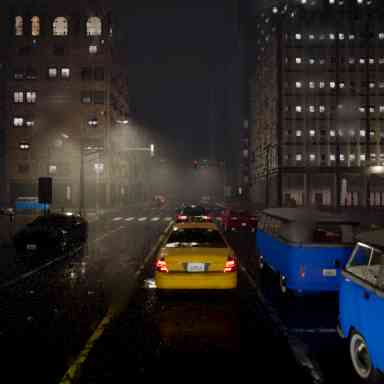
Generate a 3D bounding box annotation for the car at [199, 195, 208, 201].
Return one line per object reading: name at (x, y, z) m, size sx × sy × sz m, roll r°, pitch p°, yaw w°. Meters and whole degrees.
car at (2.697, 1.510, 80.225) m, size 2.008 × 1.369 × 4.403 m, roll 1°, pitch 0°, yaw 0°

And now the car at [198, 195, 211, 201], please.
car at (2.698, 1.529, 63.271) m, size 2.008 × 1.369 × 4.403 m, roll 1°, pitch 0°, yaw 0°

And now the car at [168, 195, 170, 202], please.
car at (-5.683, 1.560, 63.272) m, size 1.802 × 1.307 × 4.206 m, roll 1°, pitch 0°, yaw 0°

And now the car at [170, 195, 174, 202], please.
car at (-5.683, 1.516, 74.575) m, size 2.008 × 1.369 × 4.403 m, roll 1°, pitch 0°, yaw 0°

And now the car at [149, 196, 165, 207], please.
car at (-5.683, 1.572, 51.969) m, size 1.802 × 1.307 × 4.206 m, roll 1°, pitch 0°, yaw 0°

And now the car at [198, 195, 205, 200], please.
car at (2.697, 1.472, 91.699) m, size 1.752 × 1.417 × 4.829 m, roll 1°, pitch 0°, yaw 0°

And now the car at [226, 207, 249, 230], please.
car at (2.700, 1.545, 19.525) m, size 1.887 × 1.381 × 4.507 m, roll 1°, pitch 0°, yaw 0°

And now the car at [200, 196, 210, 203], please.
car at (2.698, 1.517, 68.923) m, size 1.887 × 1.381 × 4.507 m, roll 1°, pitch 0°, yaw 0°

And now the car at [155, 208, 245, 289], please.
car at (0.097, 1.458, 9.131) m, size 1.801 × 1.575 × 5.366 m, roll 0°, pitch 0°, yaw 0°

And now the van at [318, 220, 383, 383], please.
van at (2.703, 1.342, 2.795) m, size 1.690 × 1.788 × 3.998 m, roll 1°, pitch 0°, yaw 0°

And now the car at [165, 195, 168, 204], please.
car at (-5.680, 1.424, 57.621) m, size 1.967 × 1.590 × 4.097 m, roll 1°, pitch 0°, yaw 0°

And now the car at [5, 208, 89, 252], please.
car at (-5.681, 1.567, 13.954) m, size 1.947 × 1.339 × 4.313 m, roll 1°, pitch 0°, yaw 0°

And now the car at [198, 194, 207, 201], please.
car at (2.698, 1.393, 85.878) m, size 1.967 × 1.590 × 4.097 m, roll 1°, pitch 0°, yaw 0°

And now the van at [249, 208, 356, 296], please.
van at (2.703, 1.343, 8.371) m, size 1.690 × 1.788 × 3.998 m, roll 1°, pitch 0°, yaw 0°

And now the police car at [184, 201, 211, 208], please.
police car at (0.103, 1.505, 19.451) m, size 2.038 × 1.542 × 4.974 m, roll 0°, pitch 0°, yaw 0°

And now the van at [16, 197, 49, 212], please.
van at (-19.737, 1.524, 40.838) m, size 3.998 × 1.788 × 1.690 m, roll 0°, pitch 0°, yaw 1°

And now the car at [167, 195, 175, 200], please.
car at (-5.684, 1.472, 91.360) m, size 1.752 × 1.417 × 4.829 m, roll 1°, pitch 0°, yaw 0°

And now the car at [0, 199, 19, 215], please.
car at (-19.845, 1.620, 32.456) m, size 4.403 × 1.369 × 2.008 m, roll 0°, pitch 0°, yaw 1°
